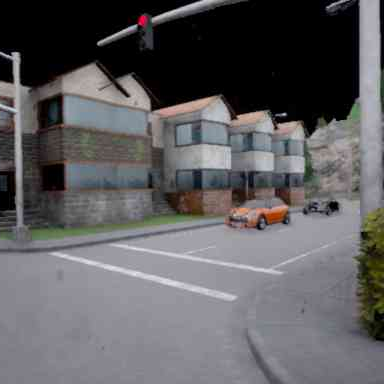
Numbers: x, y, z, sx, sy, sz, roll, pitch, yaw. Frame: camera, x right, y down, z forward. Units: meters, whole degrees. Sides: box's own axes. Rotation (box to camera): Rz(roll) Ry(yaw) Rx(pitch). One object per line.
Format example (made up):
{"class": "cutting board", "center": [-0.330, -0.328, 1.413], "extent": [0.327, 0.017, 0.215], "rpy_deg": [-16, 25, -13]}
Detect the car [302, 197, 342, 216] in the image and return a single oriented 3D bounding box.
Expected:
{"class": "car", "center": [10.626, 1.124, 27.119], "extent": [1.994, 1.385, 4.181], "rpy_deg": [0, 1, 42]}

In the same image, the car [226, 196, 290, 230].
{"class": "car", "center": [3.938, 1.148, 19.586], "extent": [2.097, 1.767, 4.553], "rpy_deg": [0, 1, 42]}
